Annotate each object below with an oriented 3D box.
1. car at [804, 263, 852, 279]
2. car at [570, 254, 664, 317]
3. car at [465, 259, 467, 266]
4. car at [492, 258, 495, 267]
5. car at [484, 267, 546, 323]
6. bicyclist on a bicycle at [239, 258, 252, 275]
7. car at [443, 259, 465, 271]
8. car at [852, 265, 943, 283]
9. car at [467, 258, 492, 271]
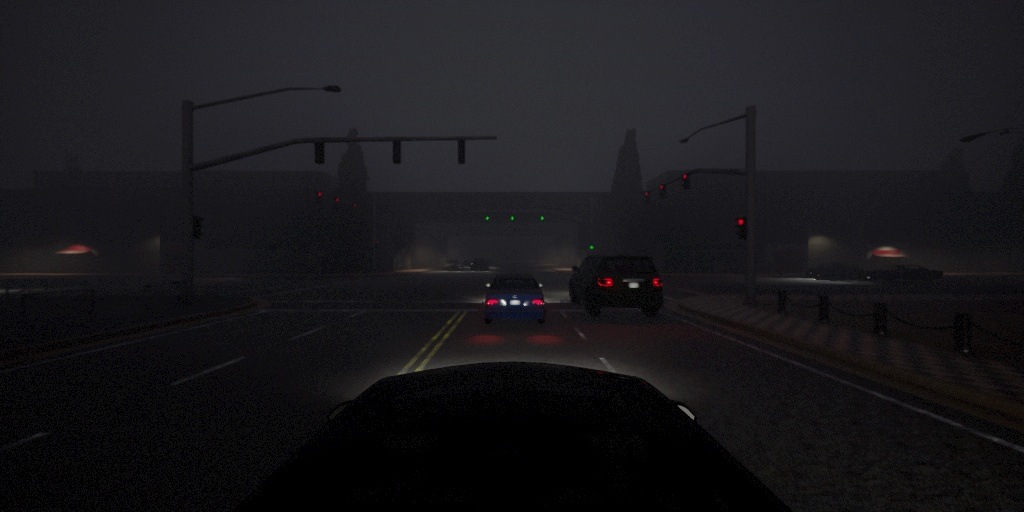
[{"bbox_3d":[27.254,1.255,30.288,4.181,1.385,1.994,0,0,0],"label":"car"},{"bbox_3d":[3.573,0.948,13.227,2.150,2.045,5.566,0,0,0],"label":"car"},{"bbox_3d":[-7.544,1.184,64.121,1.994,1.385,4.181,0,0,1],"label":"car"},{"bbox_3d":[-4.061,1.114,63.511,2.128,1.511,4.902,0,0,1],"label":"car"},{"bbox_3d":[0.081,1.276,12.026,2.033,1.411,5.357,0,0,0],"label":"car"},{"bbox_3d":[-25.767,0.984,34.661,0.582,1.620,1.656,0,0,2],"label":"bicyclist on a bicycle"},{"bbox_3d":[-7.717,1.181,47.177,1.812,1.442,4.674,0,0,1],"label":"car"},{"bbox_3d":[28.836,1.299,26.784,4.718,1.301,1.895,0,0,0],"label":"car"},{"bbox_3d":[-4.218,1.008,47.077,2.097,1.767,4.553,0,0,1],"label":"car"}]
